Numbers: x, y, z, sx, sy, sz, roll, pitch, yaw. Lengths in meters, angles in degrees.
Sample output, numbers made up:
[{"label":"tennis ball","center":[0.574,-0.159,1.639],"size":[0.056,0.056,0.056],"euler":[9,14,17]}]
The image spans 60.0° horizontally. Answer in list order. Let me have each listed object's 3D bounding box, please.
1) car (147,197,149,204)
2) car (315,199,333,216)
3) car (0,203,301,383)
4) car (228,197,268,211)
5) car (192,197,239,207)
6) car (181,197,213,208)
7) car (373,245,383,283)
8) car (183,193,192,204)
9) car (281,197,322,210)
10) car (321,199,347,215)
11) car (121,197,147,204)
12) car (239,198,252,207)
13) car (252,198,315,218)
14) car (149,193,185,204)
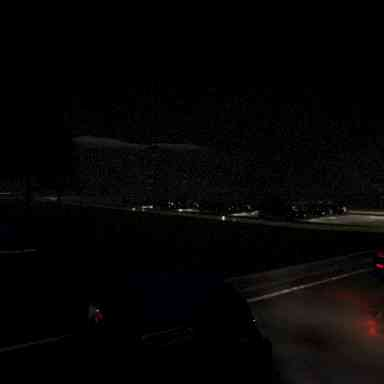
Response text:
[{"label":"car","center":[-7.033,1.564,55.361],"size":[1.994,1.385,4.181],"euler":[0,0,-35]},{"label":"car","center":[10.373,1.601,31.364],"size":[1.895,1.301,4.718],"euler":[0,0,-36]},{"label":"car","center":[-1.888,1.222,2.398],"size":[5.566,2.045,2.150],"euler":[0,0,-35]},{"label":"car","center":[6.954,1.491,41.974],"size":[2.128,1.511,4.902],"euler":[0,0,-36]},{"label":"car","center":[2.468,1.505,36.249],"size":[1.837,1.490,4.892],"euler":[0,0,-36]},{"label":"car","center":[0.732,1.547,50.521],"size":[2.033,1.411,5.357],"euler":[0,0,-36]},{"label":"car","center":[6.285,1.526,8.247],"size":[4.674,1.442,1.812],"euler":[0,0,-36]},{"label":"car","center":[-1.196,1.221,47.225],"size":[2.150,2.045,5.566],"euler":[0,0,-36]},{"label":"car","center":[14.763,1.491,45.179],"size":[2.128,1.511,4.902],"euler":[0,0,-36]},{"label":"car","center":[13.088,1.491,33.583],"size":[2.128,1.511,4.902],"euler":[0,0,-36]},{"label":"car","center":[-9.537,1.478,52.839],"size":[1.882,1.535,5.008],"euler":[0,0,-35]},{"label":"car","center":[4.910,1.491,38.839],"size":[2.128,1.511,4.902],"euler":[0,0,-36]},{"label":"car","center":[7.864,1.352,28.869],"size":[2.097,1.767,4.553],"euler":[0,0,-36]},{"label":"car","center":[-3.436,1.352,44.350],"size":[2.097,1.767,4.553],"euler":[0,0,-36]}]
